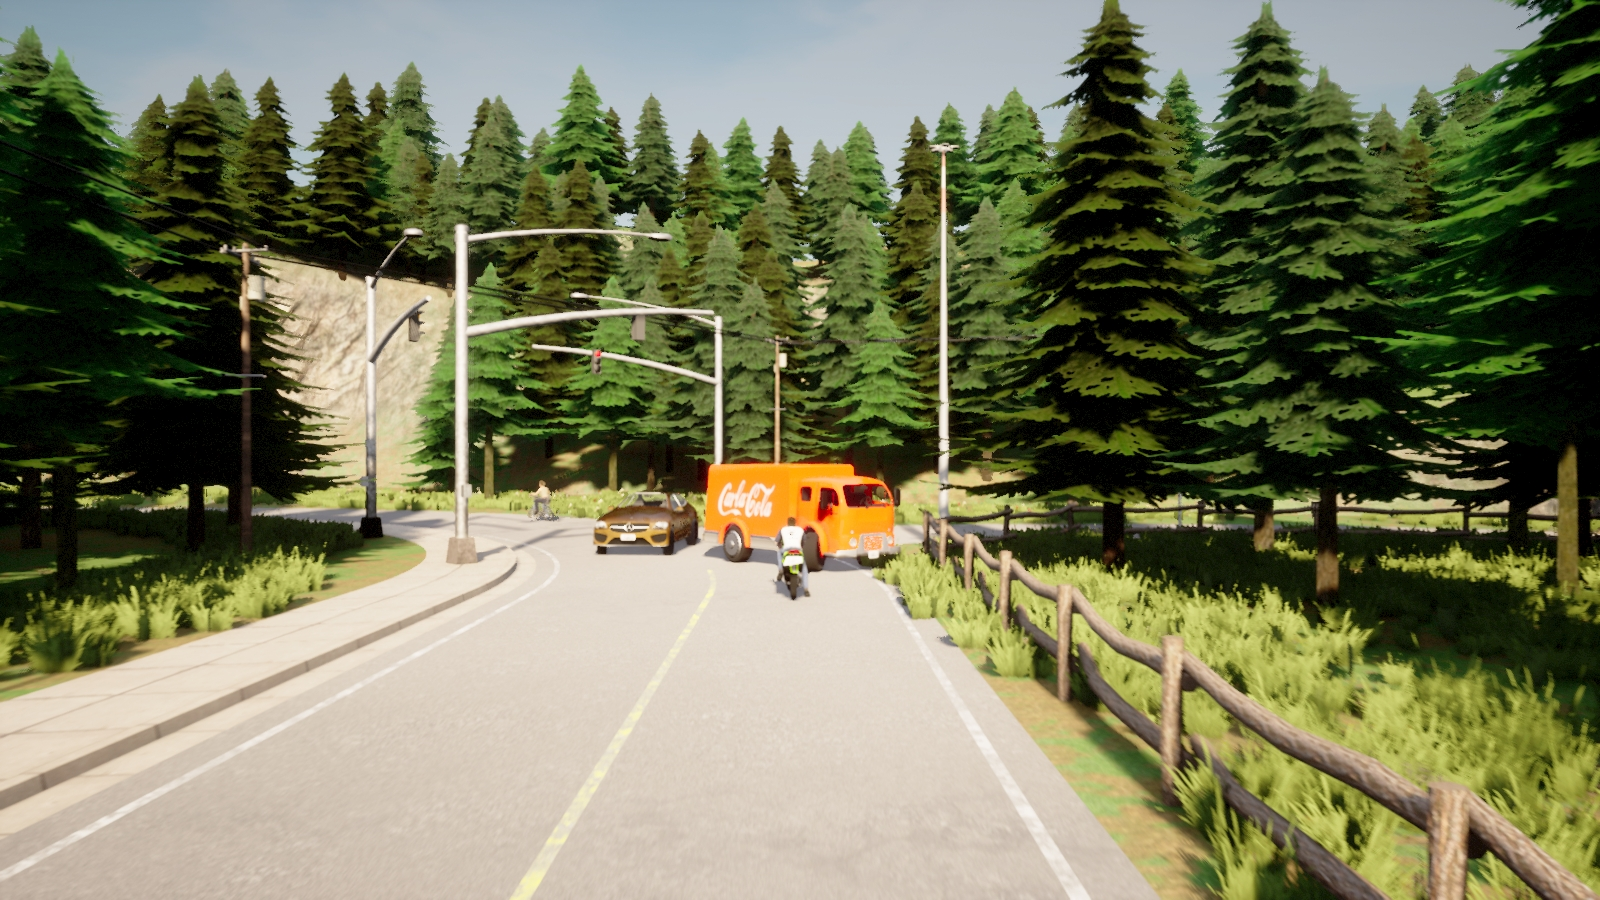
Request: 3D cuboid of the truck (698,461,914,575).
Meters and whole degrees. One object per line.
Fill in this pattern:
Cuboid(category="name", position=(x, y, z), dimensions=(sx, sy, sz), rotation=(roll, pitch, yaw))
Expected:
Cuboid(category="truck", position=(0.037, 1.542, 28.215), dimensions=(2.627, 2.467, 5.204), rotation=(0, 0, -39))

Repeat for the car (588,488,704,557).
Cuboid(category="car", position=(-4.255, 1.971, 32.431), dimensions=(2.152, 1.651, 5.027), rotation=(0, 0, 6))

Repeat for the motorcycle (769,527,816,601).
Cuboid(category="motorcycle", position=(-0.161, 2.160, 21.969), dimensions=(0.803, 1.199, 2.033), rotation=(0, 0, -3))

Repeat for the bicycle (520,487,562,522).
Cuboid(category="bicycle", position=(-10.165, 2.132, 44.790), dimensions=(1.487, 1.276, 0.859), rotation=(0, 0, 40))
